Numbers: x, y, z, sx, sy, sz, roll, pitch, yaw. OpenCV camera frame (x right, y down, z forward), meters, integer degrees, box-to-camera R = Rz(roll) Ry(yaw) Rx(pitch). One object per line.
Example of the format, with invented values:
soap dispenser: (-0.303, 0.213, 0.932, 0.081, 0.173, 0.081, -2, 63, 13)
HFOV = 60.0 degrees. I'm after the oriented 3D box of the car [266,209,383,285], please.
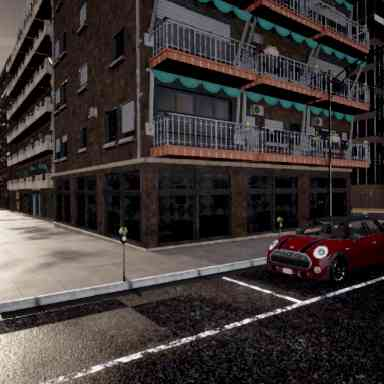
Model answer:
car: (3.987, 1.438, 9.431, 4.097, 1.590, 1.967, 0, -1, -36)
